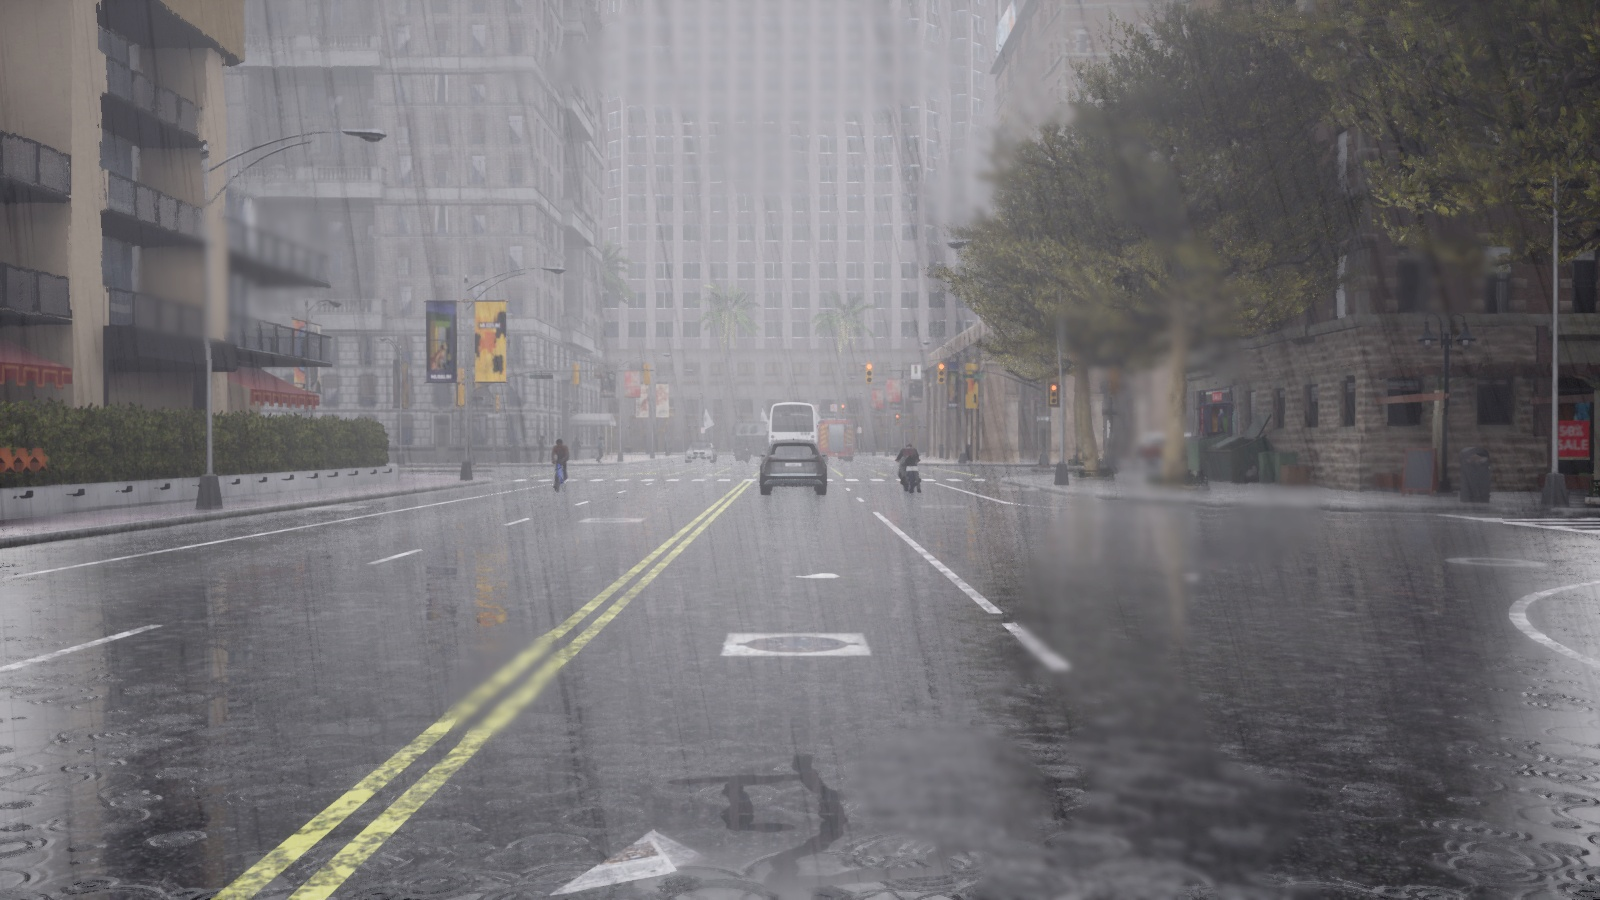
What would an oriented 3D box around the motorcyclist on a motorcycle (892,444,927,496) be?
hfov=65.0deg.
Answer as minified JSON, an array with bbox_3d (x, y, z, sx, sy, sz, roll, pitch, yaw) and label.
[{"bbox_3d":[3.298,0.569,38.045,0.866,1.530,2.191,0,0,0],"label":"motorcyclist on a motorcycle"}]

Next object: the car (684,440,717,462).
[{"bbox_3d":[-7.558,0.043,95.907,2.242,1.667,4.611,0,0,0],"label":"car"}]

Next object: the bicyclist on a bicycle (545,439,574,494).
[{"bbox_3d":[-7.198,0.481,37.622,0.582,1.620,1.656,0,1,0],"label":"bicyclist on a bicycle"}]

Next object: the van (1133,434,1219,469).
[{"bbox_3d":[22.090,0.071,73.871,4.480,2.038,2.069,0,0,1],"label":"van"}]

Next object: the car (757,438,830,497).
[{"bbox_3d":[-0.196,0.465,37.376,2.033,1.649,4.856,0,0,0],"label":"car"}]

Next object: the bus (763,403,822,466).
[{"bbox_3d":[-0.514,-1.134,89.323,3.944,4.253,10.273,0,1,0],"label":"bus"}]
